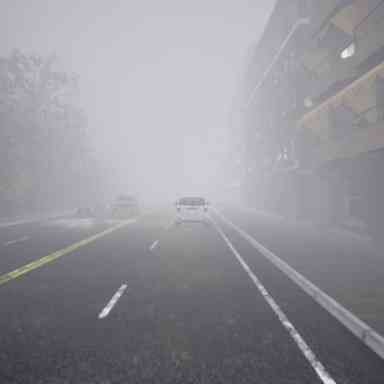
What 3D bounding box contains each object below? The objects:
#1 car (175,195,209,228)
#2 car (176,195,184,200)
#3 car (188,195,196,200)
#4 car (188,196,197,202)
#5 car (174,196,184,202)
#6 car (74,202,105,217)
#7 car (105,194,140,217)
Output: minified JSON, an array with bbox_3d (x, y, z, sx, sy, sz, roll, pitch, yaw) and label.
[{"bbox_3d":[0.009,1.254,22.674,2.150,2.045,5.566,0,0,0],"label":"car"},{"bbox_3d":[-3.210,1.502,92.049,2.128,1.511,4.902,0,0,0],"label":"car"},{"bbox_3d":[0.041,1.506,92.047,2.128,1.511,4.902,0,0,0],"label":"car"},{"bbox_3d":[0.036,1.645,81.625,2.128,1.511,4.902,0,0,0],"label":"car"},{"bbox_3d":[-3.214,1.642,81.625,2.128,1.511,4.902,0,0,0],"label":"car"},{"bbox_3d":[-9.744,1.633,32.286,1.895,1.301,4.718,0,0,0],"label":"car"},{"bbox_3d":[-6.490,1.251,32.631,2.150,2.045,5.566,0,0,0],"label":"car"}]
